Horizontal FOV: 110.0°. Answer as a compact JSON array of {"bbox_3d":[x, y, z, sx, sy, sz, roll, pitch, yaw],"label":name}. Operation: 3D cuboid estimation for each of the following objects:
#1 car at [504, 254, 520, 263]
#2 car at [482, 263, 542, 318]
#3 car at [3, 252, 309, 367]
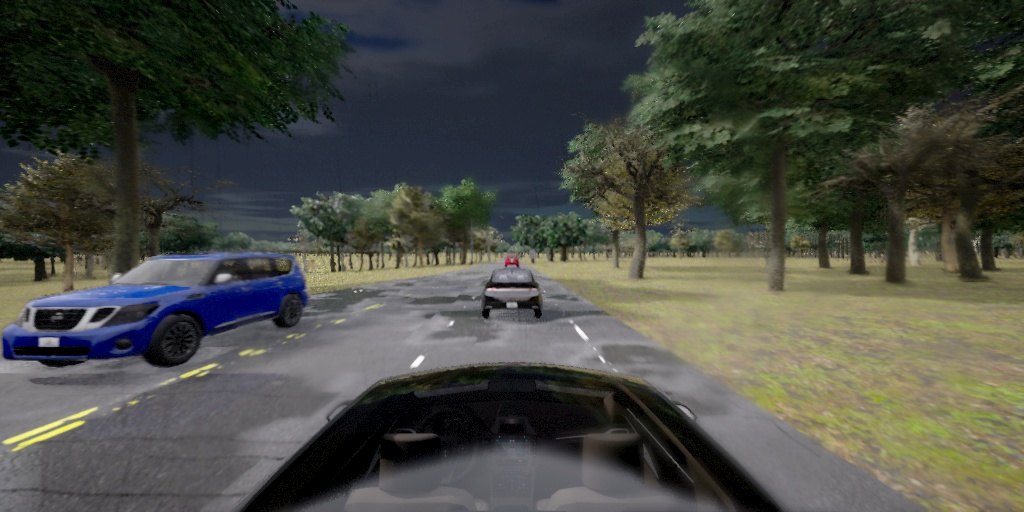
[{"bbox_3d":[-0.001,0.788,55.043,2.150,2.045,5.566,0,0,0],"label":"car"},{"bbox_3d":[0.000,1.176,12.696,2.128,1.511,4.902,0,0,0],"label":"car"},{"bbox_3d":[-6.994,0.933,8.175,2.150,2.045,5.566,0,0,0],"label":"car"}]
